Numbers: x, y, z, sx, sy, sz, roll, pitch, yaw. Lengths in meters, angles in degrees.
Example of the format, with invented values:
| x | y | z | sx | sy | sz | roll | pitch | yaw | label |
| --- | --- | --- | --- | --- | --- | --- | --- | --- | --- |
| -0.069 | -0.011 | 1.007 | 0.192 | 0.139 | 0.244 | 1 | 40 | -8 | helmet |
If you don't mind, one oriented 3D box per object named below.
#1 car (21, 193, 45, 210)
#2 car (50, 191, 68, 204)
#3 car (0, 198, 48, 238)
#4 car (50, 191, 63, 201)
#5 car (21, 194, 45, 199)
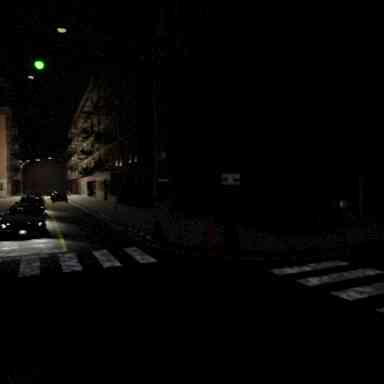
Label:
| x | y | z | sx | sy | sz | roll | pitch | yaw | label |
| --- | --- | --- | --- | --- | --- | --- | --- | --- | --- |
| -16.558 | 0.926 | 34.822 | 2.128 | 1.511 | 4.902 | -1 | 1 | -24 | car |
| -17.849 | 0.697 | 44.801 | 1.882 | 1.535 | 5.008 | -1 | 1 | -25 | car |
| -8.300 | 1.284 | 16.584 | 2.033 | 1.411 | 5.357 | -1 | 1 | -24 | car |
| -22.030 | 0.588 | 54.042 | 1.812 | 1.442 | 4.674 | -1 | 1 | -24 | car |
| -12.349 | 1.081 | 25.531 | 2.128 | 1.511 | 4.902 | -1 | 1 | -24 | car |
